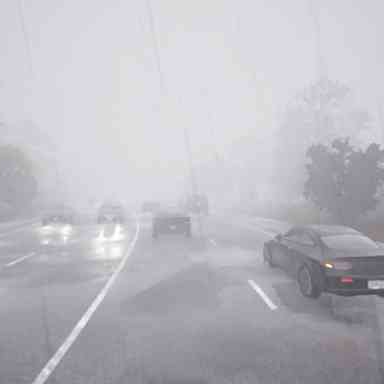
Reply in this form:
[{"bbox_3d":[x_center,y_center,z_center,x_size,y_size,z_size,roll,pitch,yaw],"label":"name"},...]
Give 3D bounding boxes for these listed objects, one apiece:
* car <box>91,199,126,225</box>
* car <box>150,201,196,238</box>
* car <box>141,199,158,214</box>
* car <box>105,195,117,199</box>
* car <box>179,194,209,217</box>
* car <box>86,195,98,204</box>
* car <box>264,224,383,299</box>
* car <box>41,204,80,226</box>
[{"bbox_3d":[-5.891,1.508,24.496,2.128,1.511,4.902,0,0,-10],"label":"car"},{"bbox_3d":[-1.191,1.484,17.913,1.882,1.535,5.008,0,0,-7],"label":"car"},{"bbox_3d":[-4.419,1.494,36.011,1.882,1.535,5.008,0,0,-12],"label":"car"},{"bbox_3d":[-15.774,1.390,64.655,2.097,1.767,4.553,0,0,-16],"label":"car"},{"bbox_3d":[0.053,1.231,31.904,2.150,2.045,5.566,0,0,-11],"label":"car"},{"bbox_3d":[-19.252,1.392,64.087,2.097,1.767,4.553,0,0,-16],"label":"car"},{"bbox_3d":[3.216,1.520,8.358,1.812,1.442,4.674,0,0,-3],"label":"car"},{"bbox_3d":[-9.341,1.586,23.893,1.994,1.385,4.181,0,0,-10],"label":"car"}]
